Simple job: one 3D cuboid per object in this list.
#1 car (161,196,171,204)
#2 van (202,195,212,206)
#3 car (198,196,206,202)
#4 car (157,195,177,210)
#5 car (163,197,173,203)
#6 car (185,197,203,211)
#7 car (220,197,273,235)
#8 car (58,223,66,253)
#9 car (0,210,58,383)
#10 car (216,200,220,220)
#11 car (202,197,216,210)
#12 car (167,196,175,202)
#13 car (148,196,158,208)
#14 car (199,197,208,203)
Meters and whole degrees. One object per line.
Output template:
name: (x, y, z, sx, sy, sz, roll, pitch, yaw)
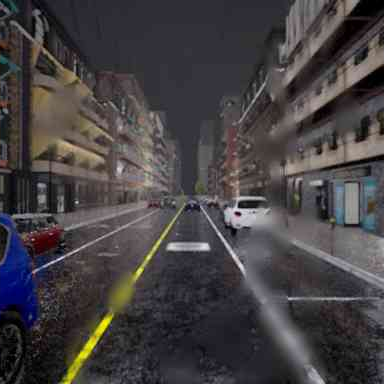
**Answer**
car: (-5.689, 1.707, 73.133, 1.967, 1.590, 4.097, 0, 0, 0)
van: (2.692, 1.555, 61.804, 1.690, 1.788, 3.998, 0, 0, 0)
car: (2.690, 1.794, 90.127, 1.967, 1.590, 4.097, 0, 0, 0)
car: (-3.087, 1.495, 44.660, 2.097, 1.767, 4.553, 0, 0, 0)
car: (-5.690, 1.845, 78.798, 2.008, 1.369, 4.403, 0, 0, 0)
car: (0.066, 1.700, 42.634, 1.994, 1.385, 4.181, 0, 0, 0)
car: (3.105, 1.282, 19.230, 2.150, 2.045, 5.566, 0, 0, 0)
car: (-5.684, 1.469, 10.822, 1.967, 1.590, 4.097, 0, 0, 0)
car: (-3.101, 1.227, 2.162, 2.150, 2.045, 5.566, 0, 0, 0)
car: (3.147, 1.603, 26.200, 1.812, 1.442, 4.674, 0, 0, 0)
car: (2.693, 1.695, 44.810, 2.008, 1.369, 4.403, 0, 0, 0)
car: (-5.690, 1.878, 89.957, 1.752, 1.417, 4.829, 0, 0, 0)
car: (-5.688, 1.711, 50.476, 1.887, 1.381, 4.507, 0, 0, 0)
car: (2.690, 1.839, 78.797, 1.887, 1.381, 4.507, 0, 0, 0)
